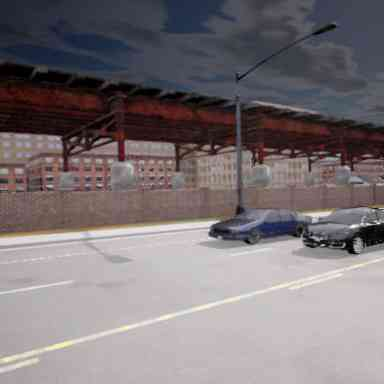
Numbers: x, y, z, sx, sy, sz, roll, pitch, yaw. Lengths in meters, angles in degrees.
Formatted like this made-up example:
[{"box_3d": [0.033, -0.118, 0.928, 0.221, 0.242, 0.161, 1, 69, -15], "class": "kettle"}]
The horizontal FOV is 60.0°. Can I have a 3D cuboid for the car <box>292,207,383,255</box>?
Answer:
[{"box_3d": [6.249, 1.356, 12.747, 4.892, 1.490, 1.837, -1, 0, -35], "class": "car"}]

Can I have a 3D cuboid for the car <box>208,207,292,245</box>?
[{"box_3d": [3.290, 1.412, 14.933, 5.357, 1.411, 2.033, -1, 0, -35], "class": "car"}]
